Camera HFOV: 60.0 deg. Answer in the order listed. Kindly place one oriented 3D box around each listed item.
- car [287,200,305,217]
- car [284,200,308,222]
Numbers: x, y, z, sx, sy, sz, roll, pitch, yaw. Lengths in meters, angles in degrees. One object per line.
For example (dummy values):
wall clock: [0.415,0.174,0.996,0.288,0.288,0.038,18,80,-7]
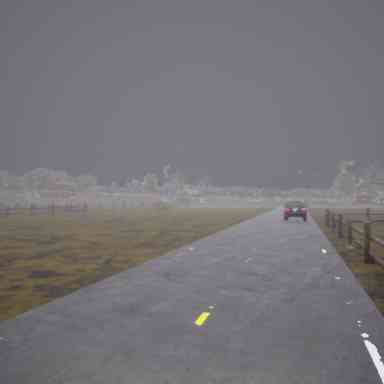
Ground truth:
car: [13.958,2.143,44.686,2.150,2.045,5.566,1,-1,18]
car: [10.829,1.927,34.760,2.150,2.045,5.566,1,-1,18]
